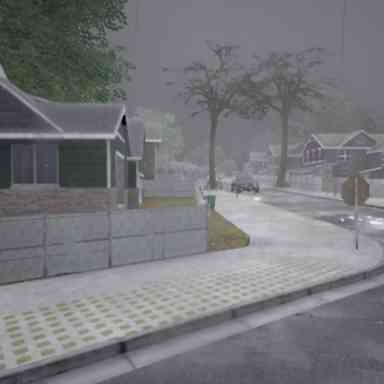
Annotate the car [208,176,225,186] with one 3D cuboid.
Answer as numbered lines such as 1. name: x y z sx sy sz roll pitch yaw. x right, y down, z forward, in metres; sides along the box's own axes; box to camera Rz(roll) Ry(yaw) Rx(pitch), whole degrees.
1. car: 3.982 -1.887 57.675 1.812 1.442 4.674 -1 3 -5

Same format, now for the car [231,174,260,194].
1. car: 5.758 -0.911 36.655 2.150 2.045 5.566 -1 4 -5
